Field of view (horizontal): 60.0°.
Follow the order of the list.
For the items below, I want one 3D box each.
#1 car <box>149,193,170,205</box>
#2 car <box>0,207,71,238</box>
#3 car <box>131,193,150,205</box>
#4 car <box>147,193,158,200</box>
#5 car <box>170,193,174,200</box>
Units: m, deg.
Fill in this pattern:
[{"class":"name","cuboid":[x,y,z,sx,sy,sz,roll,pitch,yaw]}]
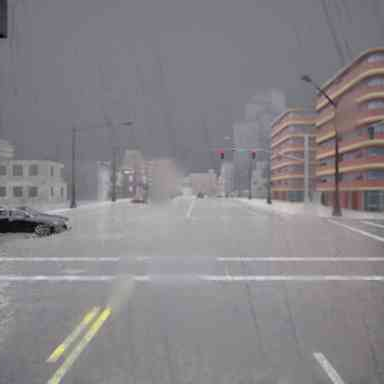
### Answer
[{"class":"car","cuboid":[-5.379,1.141,55.818,2.097,1.767,4.553,0,1,2]},{"class":"car","cuboid":[-8.856,1.525,17.288,4.902,1.511,2.128,0,0,0]},{"class":"car","cuboid":[-8.879,1.142,55.782,2.097,1.767,4.553,0,1,2]},{"class":"car","cuboid":[-8.501,0.904,71.767,1.837,1.490,4.892,0,1,1]},{"class":"car","cuboid":[-4.995,0.900,72.007,1.812,1.442,4.674,0,1,1]}]
